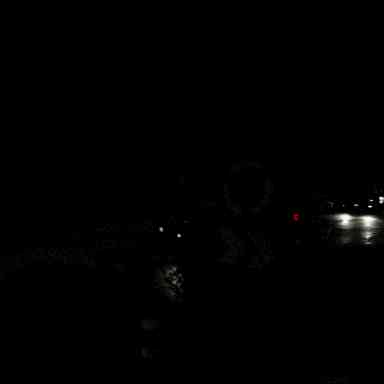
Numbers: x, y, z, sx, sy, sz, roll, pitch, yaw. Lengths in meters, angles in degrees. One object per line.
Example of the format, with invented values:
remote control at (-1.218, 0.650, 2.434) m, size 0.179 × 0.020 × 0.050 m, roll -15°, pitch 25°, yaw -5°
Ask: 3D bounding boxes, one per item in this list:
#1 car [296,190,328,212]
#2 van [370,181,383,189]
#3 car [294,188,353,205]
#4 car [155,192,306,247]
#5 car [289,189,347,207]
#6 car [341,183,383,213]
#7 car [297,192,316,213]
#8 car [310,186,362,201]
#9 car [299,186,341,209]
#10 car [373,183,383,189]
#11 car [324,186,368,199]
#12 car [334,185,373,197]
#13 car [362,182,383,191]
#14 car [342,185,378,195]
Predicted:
car at (7.479, 0.866, 25.788) m, size 5.008 × 1.535 × 2.097 m, roll 1°, pitch 3°, yaw 35°
van at (44.281, -1.658, 77.895) m, size 4.442 × 1.987 × 1.878 m, roll 1°, pitch 3°, yaw 35°
car at (13.742, 0.395, 34.948) m, size 5.366 × 1.575 × 1.946 m, roll 1°, pitch 3°, yaw 35°
car at (1.460, 1.043, 12.579) m, size 5.566 × 2.045 × 2.150 m, roll 3°, pitch 0°, yaw -26°
car at (12.294, 0.519, 32.575) m, size 4.892 × 1.521 × 2.231 m, roll 1°, pitch 3°, yaw 35°
car at (13.929, 0.492, 27.208) m, size 2.150 × 2.045 × 5.566 m, roll 1°, pitch 4°, yaw 35°
car at (5.847, 1.011, 23.547) m, size 4.792 × 1.488 × 2.163 m, roll 1°, pitch 3°, yaw 35°
car at (17.021, 0.160, 39.571) m, size 5.366 × 1.575 × 1.946 m, roll 1°, pitch 3°, yaw 35°
car at (9.101, 0.499, 28.025) m, size 5.566 × 2.045 × 2.435 m, roll 1°, pitch 3°, yaw 35°
car at (47.594, -1.554, 82.327) m, size 4.792 × 1.488 × 2.163 m, roll 1°, pitch 2°, yaw 35°
car at (20.300, -0.041, 43.886) m, size 4.892 × 1.521 × 2.231 m, roll 2°, pitch 3°, yaw 35°
car at (23.539, -0.205, 48.394) m, size 4.792 × 1.488 × 2.163 m, roll 1°, pitch 3°, yaw 35°
car at (37.932, -1.188, 68.795) m, size 4.553 × 1.767 × 2.185 m, roll 1°, pitch 3°, yaw 35°
car at (26.701, -0.390, 52.955) m, size 4.792 × 1.488 × 2.163 m, roll 1°, pitch 3°, yaw 35°
